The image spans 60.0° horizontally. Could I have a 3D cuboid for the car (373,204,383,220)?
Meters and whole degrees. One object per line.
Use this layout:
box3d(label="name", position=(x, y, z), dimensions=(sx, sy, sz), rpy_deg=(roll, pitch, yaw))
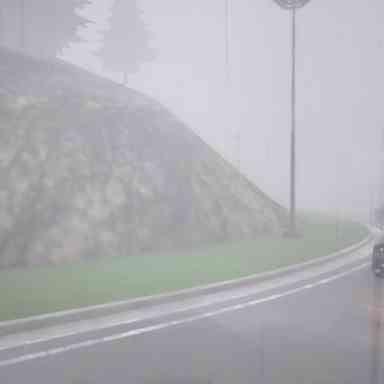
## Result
box3d(label="car", position=(15.568, 1.634, 25.766), dimensions=(1.837, 1.490, 4.892), rpy_deg=(1, 0, 14))

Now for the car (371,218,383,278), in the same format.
box3d(label="car", position=(6.583, 1.559, 9.277), dimensions=(4.892, 1.490, 1.837), rpy_deg=(0, 0, -45))
